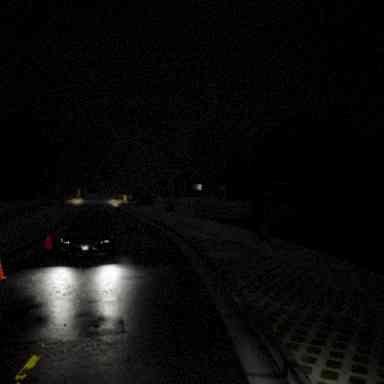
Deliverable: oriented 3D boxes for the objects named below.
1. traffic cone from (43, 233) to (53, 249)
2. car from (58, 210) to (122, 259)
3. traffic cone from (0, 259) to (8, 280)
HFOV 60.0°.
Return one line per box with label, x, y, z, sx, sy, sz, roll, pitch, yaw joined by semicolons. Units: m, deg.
traffic cone;-5.798;1.968;13.442;0.340;0.580;0.340;0;0;-11
car;-3.795;1.517;12.816;1.837;1.490;4.892;0;0;-11
traffic cone;-5.027;1.965;8.659;0.340;0.580;0.340;0;0;-7
